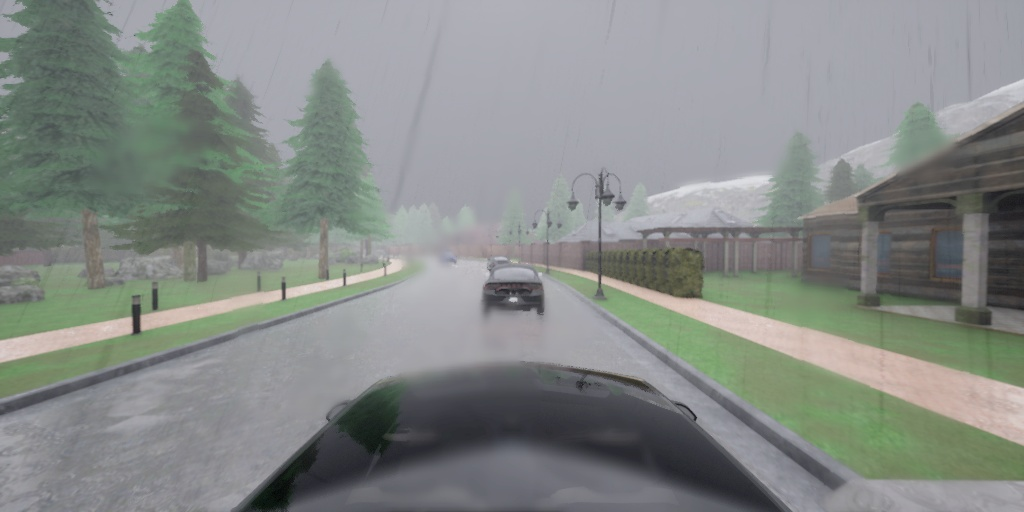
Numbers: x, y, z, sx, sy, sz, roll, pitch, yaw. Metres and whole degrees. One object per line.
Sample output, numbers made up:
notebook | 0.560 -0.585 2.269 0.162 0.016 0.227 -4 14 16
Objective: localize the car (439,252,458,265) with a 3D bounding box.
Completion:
car | -7.835 0.278 44.197 1.882 1.535 5.008 0 1 -17

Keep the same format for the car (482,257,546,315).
car | 0.064 0.989 12.361 1.882 1.535 5.008 0 2 0

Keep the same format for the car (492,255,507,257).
car | -1.103 0.627 30.720 1.812 1.442 4.674 0 1 -8
